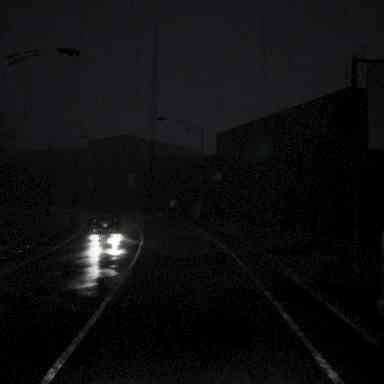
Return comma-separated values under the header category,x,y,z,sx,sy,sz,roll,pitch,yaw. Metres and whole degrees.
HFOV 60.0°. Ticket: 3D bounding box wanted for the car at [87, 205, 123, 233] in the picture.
category,x,y,z,sx,sy,sz,roll,pitch,yaw
car,-5.419,1.590,20.742,2.128,1.511,4.902,1,0,-15
